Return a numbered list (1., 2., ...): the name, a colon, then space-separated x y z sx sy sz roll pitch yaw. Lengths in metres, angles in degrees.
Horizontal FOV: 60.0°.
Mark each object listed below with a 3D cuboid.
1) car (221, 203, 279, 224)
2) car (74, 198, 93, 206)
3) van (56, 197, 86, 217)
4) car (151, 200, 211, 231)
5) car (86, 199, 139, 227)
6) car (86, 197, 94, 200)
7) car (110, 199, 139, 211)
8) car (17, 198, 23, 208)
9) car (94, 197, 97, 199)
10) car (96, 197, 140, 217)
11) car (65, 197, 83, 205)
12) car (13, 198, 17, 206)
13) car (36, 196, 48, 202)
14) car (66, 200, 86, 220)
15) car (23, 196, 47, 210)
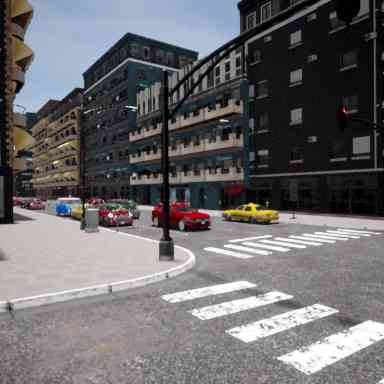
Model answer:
1. car: 4.132 1.498 24.443 1.752 1.417 4.829 -1 1 -35
2. car: -18.253 1.643 55.852 1.947 1.339 4.313 -1 1 -35
3. van: -12.232 1.483 32.960 1.690 1.788 3.998 -1 1 -35
4. car: -0.804 1.538 21.403 1.882 1.535 5.008 -1 0 -36
5. car: -5.806 1.553 23.948 1.967 1.590 4.097 -1 1 -35
6. car: -13.931 1.609 39.841 2.128 1.511 4.902 -1 1 -35
7. car: -8.617 1.581 42.331 2.008 1.369 4.403 -1 1 -35
8. car: -25.076 1.769 50.989 1.947 1.339 4.313 -1 1 -35
9. car: -15.043 1.502 51.344 1.967 1.590 4.097 -1 1 -35
10. car: -6.320 1.437 29.131 2.097 1.767 4.553 -1 0 -35
11. car: -21.465 1.645 60.359 2.008 1.369 4.403 -1 1 -35
12. car: -31.501 1.782 60.003 1.887 1.381 4.507 -1 1 -35
13. car: -37.525 1.728 82.893 1.887 1.381 4.507 -1 1 -35
14. car: -8.918 1.652 28.317 1.752 1.417 4.829 -1 1 -35
15. car: -21.866 1.628 46.481 1.967 1.590 4.097 -1 1 -35
